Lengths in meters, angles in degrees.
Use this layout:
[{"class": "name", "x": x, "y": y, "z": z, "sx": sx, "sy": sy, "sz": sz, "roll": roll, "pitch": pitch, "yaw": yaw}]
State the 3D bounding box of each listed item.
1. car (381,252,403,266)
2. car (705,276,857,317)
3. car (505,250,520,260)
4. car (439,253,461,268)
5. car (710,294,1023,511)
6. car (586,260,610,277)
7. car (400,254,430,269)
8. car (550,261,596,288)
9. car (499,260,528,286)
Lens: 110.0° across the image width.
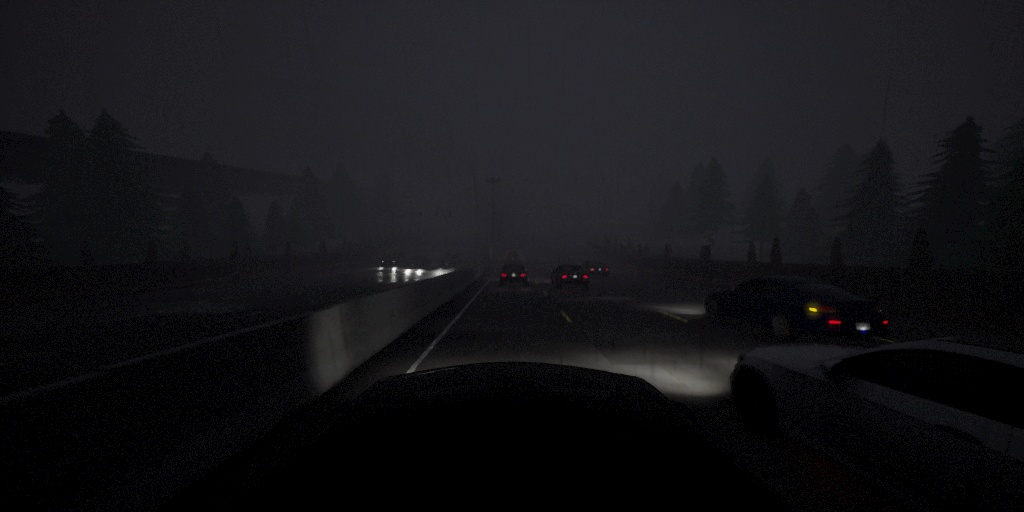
[{"class": "car", "x": -14.012, "y": 0.367, "z": 42.701, "sx": 1.837, "sy": 1.490, "sz": 4.892, "roll": 0, "pitch": 5, "yaw": 0}, {"class": "car", "x": 7.098, "y": 1.246, "z": 9.556, "sx": 1.812, "sy": 1.442, "sz": 4.674, "roll": 0, "pitch": 0, "yaw": 0}, {"class": "car", "x": 0.063, "y": -0.042, "z": 46.480, "sx": 1.882, "sy": 1.535, "sz": 5.008, "roll": 0, "pitch": 6, "yaw": 0}, {"class": "car", "x": -7.028, "y": 0.449, "z": 41.097, "sx": 2.128, "sy": 1.511, "sz": 4.902, "roll": 0, "pitch": 4, "yaw": 0}, {"class": "car", "x": 3.599, "y": 1.273, "z": 2.474, "sx": 1.812, "sy": 1.442, "sz": 4.674, "roll": 0, "pitch": 0, "yaw": 0}, {"class": "car", "x": 7.094, "y": 1.056, "z": 31.462, "sx": 2.033, "sy": 1.411, "sz": 5.357, "roll": 0, "pitch": 2, "yaw": 0}, {"class": "car", "x": -10.541, "y": 0.605, "z": 39.994, "sx": 1.994, "sy": 1.385, "sz": 4.181, "roll": 0, "pitch": 4, "yaw": 1}, {"class": "car", "x": 3.595, "y": 1.215, "z": 22.956, "sx": 2.033, "sy": 1.411, "sz": 5.357, "roll": 0, "pitch": 0, "yaw": 0}, {"class": "car", "x": 0.095, "y": 1.204, "z": 24.605, "sx": 2.033, "sy": 1.411, "sz": 5.357, "roll": 0, "pitch": 0, "yaw": 0}]
